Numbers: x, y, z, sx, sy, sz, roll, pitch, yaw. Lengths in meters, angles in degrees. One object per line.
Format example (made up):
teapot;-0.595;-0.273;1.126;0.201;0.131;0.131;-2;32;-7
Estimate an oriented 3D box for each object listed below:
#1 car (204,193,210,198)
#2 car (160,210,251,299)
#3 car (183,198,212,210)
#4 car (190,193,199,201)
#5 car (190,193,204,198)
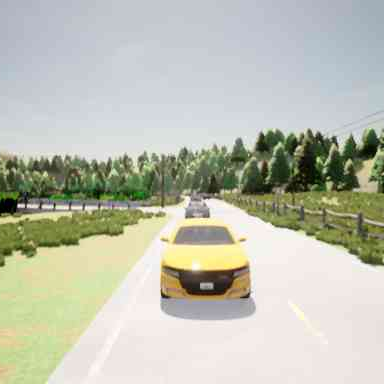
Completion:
car;3.669;1.310;86.377;1.837;1.490;4.892;0;0;-3
car;0.280;1.459;8.638;1.882;1.535;5.008;0;0;0
car;0.395;1.439;24.709;2.128;1.511;4.902;0;0;0
car;0.664;1.184;81.417;2.097;1.767;4.553;0;0;-2
car;0.763;1.213;66.117;2.097;1.767;4.553;0;0;1
